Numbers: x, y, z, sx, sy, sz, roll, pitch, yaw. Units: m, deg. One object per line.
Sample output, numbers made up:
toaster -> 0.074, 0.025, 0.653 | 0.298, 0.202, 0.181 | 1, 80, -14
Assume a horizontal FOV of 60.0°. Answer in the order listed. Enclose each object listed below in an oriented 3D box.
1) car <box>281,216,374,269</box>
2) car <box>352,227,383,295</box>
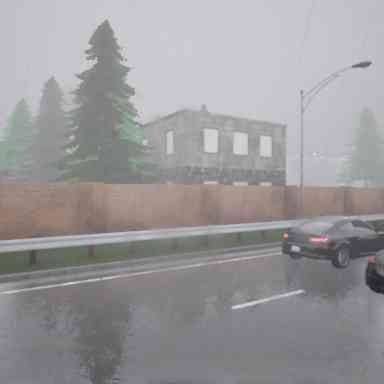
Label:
car -> 5.005, 1.519, 11.129 | 4.674, 1.442, 1.812 | 0, 0, -33
car -> 5.811, 1.558, 7.480 | 4.181, 1.385, 1.994 | 0, 0, -33
